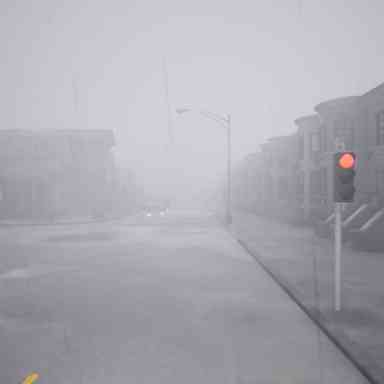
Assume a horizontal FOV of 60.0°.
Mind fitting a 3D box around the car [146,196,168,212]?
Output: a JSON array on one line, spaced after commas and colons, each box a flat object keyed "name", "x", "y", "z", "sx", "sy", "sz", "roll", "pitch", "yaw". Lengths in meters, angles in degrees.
[{"name": "car", "x": -4.147, "y": 1.526, "z": 39.413, "sx": 1.812, "sy": 1.442, "sz": 4.674, "roll": 0, "pitch": 0, "yaw": -1}]

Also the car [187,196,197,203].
[{"name": "car", "x": 0.035, "y": 1.547, "z": 69.113, "sx": 2.033, "sy": 1.411, "sz": 5.357, "roll": 0, "pitch": 0, "yaw": 0}]

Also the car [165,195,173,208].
[{"name": "car", "x": -4.146, "y": 1.505, "z": 48.599, "sx": 1.837, "sy": 1.490, "sz": 4.892, "roll": 0, "pitch": 0, "yaw": 0}]

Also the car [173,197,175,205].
[{"name": "car", "x": -4.127, "y": 1.352, "z": 58.392, "sx": 2.097, "sy": 1.767, "sz": 4.553, "roll": 0, "pitch": 0, "yaw": 0}]
